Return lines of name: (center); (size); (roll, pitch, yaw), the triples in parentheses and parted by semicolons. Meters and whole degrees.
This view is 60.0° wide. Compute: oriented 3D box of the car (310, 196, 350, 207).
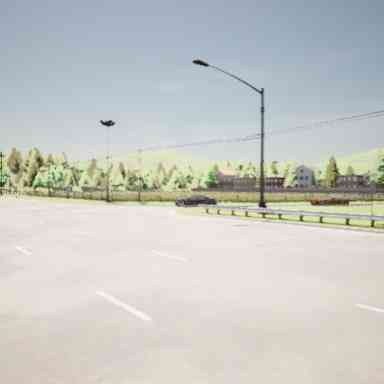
car: (17.576, 1.227, 42.543); (4.718, 1.301, 1.895); (0, 1, -15)

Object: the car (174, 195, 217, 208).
car: (0.411, 1.084, 39.648); (5.008, 1.535, 1.882); (0, 1, 1)
